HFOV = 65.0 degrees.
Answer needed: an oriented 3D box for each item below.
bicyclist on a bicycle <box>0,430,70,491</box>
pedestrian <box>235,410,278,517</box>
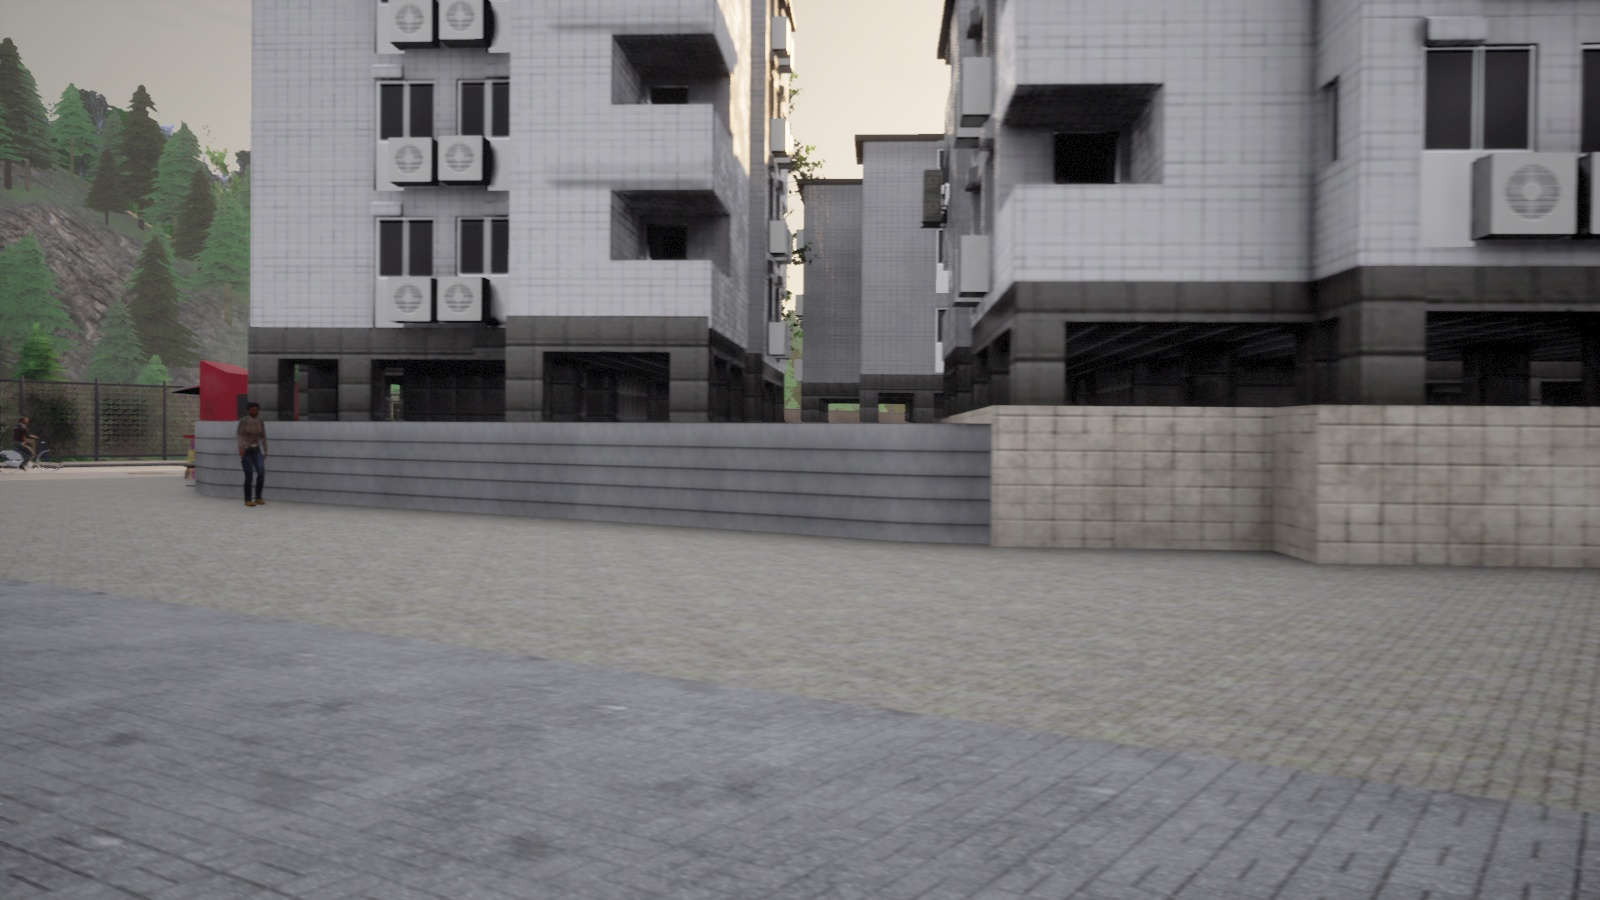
[{"bbox_3d":[-23.272,0.293,38.066,0.659,1.776,1.843,0,1,33],"label":"bicyclist on a bicycle"},{"bbox_3d":[-9.343,0.232,21.571,0.869,1.805,0.328,0,1,42],"label":"pedestrian"}]
